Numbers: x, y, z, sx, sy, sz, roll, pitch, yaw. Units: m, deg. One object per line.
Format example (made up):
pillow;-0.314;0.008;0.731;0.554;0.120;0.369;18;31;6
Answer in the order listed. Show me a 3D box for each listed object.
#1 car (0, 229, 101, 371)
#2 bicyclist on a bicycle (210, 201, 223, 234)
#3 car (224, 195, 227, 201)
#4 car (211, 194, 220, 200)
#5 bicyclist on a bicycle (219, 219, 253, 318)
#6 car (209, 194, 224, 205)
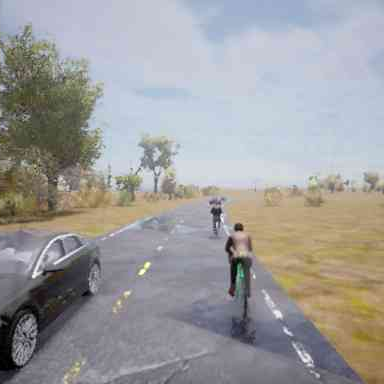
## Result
car;-3.007;1.473;5.741;2.128;1.511;4.902;0;0;1
bicyclist on a bicycle;1.231;1.322;16.587;0.659;1.776;1.843;0;0;2
car;6.597;1.344;73.516;2.033;1.411;5.357;0;0;11
car;6.269;1.323;87.565;1.994;1.385;4.181;0;0;11
bicyclist on a bicycle;0.923;1.433;6.433;0.582;1.620;1.656;0;0;1
car;3.985;1.447;55.932;1.895;1.301;4.718;0;0;8
